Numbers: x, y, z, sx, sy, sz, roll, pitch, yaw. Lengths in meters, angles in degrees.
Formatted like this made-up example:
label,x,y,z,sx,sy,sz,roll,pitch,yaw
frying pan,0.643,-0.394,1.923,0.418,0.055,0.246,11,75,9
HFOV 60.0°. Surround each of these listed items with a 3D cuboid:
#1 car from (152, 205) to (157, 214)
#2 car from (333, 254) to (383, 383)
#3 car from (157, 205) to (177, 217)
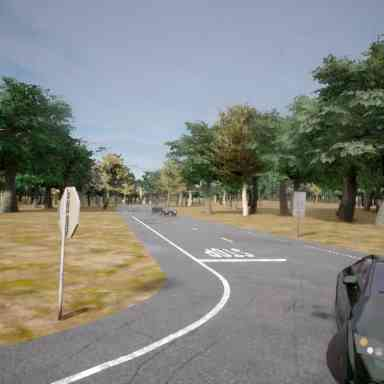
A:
label,x,y,z,sx,sy,sz,roll,pitch,yaw
car,-5.731,2.962,56.895,1.882,1.535,5.008,3,-2,-14
car,3.124,1.643,4.648,1.994,1.385,4.181,1,-1,22
car,-3.473,2.851,48.049,1.895,1.301,4.718,3,-2,-13
